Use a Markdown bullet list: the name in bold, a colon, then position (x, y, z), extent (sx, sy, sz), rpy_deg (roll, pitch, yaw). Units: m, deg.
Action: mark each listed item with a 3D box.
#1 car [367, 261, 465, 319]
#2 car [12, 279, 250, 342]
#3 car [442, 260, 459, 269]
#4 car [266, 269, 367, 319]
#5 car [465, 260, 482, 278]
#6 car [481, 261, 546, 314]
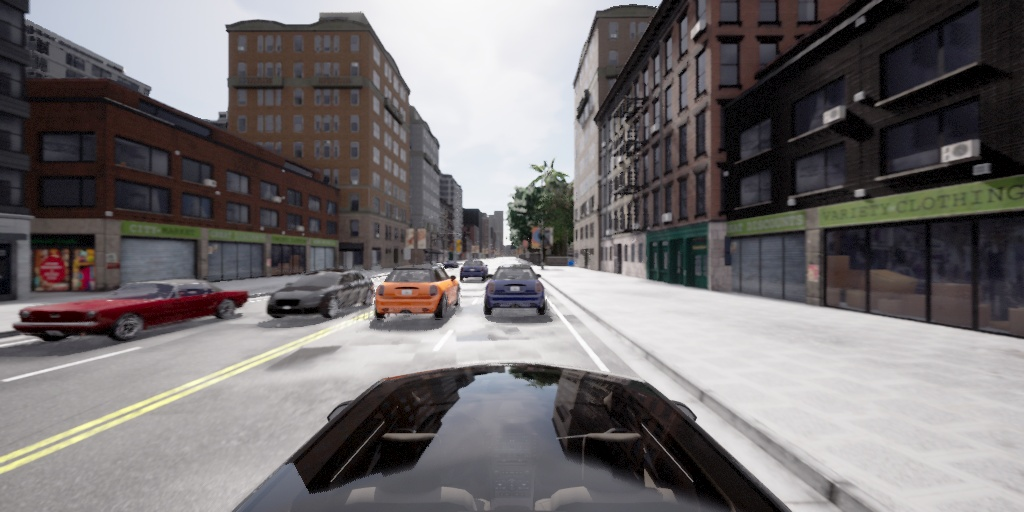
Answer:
- **car**: position (-3.146, 1.103, 12.854), extent (2.097, 1.767, 4.553), rpy_deg (0, 0, 0)
- **car**: position (-9.849, 1.352, 9.928), extent (1.895, 1.301, 4.718), rpy_deg (0, 0, 0)
- **car**: position (-9.738, 1.370, 57.101), extent (1.895, 1.301, 4.718), rpy_deg (0, 0, 0)
- **car**: position (-6.598, 1.256, 12.927), extent (1.837, 1.490, 4.892), rpy_deg (0, 0, 0)
- **car**: position (-3.143, 1.109, 30.456), extent (2.097, 1.767, 4.553), rpy_deg (0, 0, 0)
- **car**: position (0.104, 1.103, 13.984), extent (2.097, 1.767, 4.553), rpy_deg (0, 0, 0)
